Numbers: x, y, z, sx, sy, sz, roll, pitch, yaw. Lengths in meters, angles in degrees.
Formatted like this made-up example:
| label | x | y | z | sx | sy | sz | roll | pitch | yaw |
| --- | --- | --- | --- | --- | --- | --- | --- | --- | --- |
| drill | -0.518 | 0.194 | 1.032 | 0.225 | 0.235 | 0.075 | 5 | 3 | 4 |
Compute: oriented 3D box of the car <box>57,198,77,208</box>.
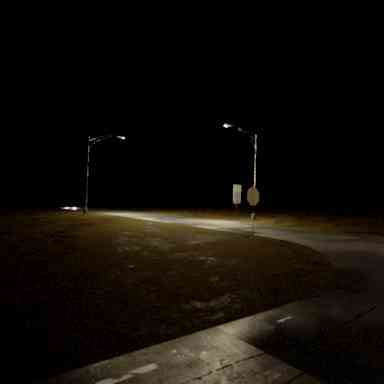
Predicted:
| label | x | y | z | sx | sy | sz | roll | pitch | yaw |
| --- | --- | --- | --- | --- | --- | --- | --- | --- | --- |
| car | -18.788 | 1.594 | 49.900 | 1.994 | 1.385 | 4.181 | 3 | -2 | -36 |
